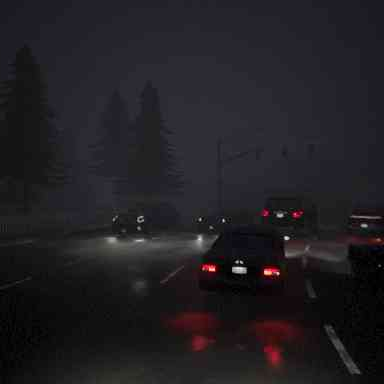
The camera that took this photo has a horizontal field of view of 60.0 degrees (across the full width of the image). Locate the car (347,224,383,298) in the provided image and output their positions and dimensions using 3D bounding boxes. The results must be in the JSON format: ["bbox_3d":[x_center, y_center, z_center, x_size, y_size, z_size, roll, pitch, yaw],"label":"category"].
[{"bbox_3d":[4.603,1.601,6.566,1.895,1.301,4.718,0,0,11],"label":"car"}]

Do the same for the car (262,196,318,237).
[{"bbox_3d":[5.487,1.221,18.265,2.150,2.045,5.566,0,0,28],"label":"car"}]

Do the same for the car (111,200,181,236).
[{"bbox_3d":[-2.440,1.351,18.595,2.097,1.767,4.553,0,0,26],"label":"car"}]

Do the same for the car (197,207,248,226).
[{"bbox_3d":[2.163,1.621,20.104,1.895,1.301,4.718,0,0,30],"label":"car"}]

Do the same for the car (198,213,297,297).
[{"bbox_3d":[1.548,1.547,8.817,2.033,1.411,5.357,0,0,15],"label":"car"}]

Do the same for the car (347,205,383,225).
[{"bbox_3d":[10.100,1.489,18.747,2.128,1.511,4.902,0,0,35],"label":"car"}]
